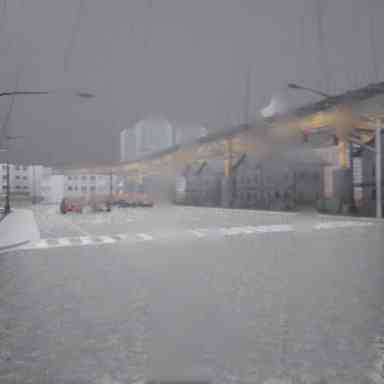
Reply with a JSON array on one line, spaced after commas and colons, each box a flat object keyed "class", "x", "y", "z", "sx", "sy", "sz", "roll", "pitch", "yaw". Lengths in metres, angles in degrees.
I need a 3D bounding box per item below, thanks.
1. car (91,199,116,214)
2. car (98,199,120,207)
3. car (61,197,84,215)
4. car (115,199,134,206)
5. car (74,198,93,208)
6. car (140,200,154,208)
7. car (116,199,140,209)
[{"class": "car", "x": -11.587, "y": 1.954, "z": 42.351, "sx": 2.128, "sy": 1.511, "sz": 4.902, "roll": 0, "pitch": 0, "yaw": -26}, {"class": "car", "x": -16.536, "y": 2.193, "z": 65.876, "sx": 2.128, "sy": 1.511, "sz": 4.902, "roll": 0, "pitch": -1, "yaw": -43}, {"class": "car", "x": -15.048, "y": 1.712, "z": 41.460, "sx": 2.150, "sy": 2.045, "sz": 5.566, "roll": 0, "pitch": 0, "yaw": -26}, {"class": "car", "x": -13.861, "y": 2.082, "z": 68.134, "sx": 1.812, "sy": 1.442, "sz": 4.674, "roll": 0, "pitch": -1, "yaw": -43}, {"class": "car", "x": -18.676, "y": 1.895, "z": 56.908, "sx": 2.128, "sy": 1.511, "sz": 4.902, "roll": 0, "pitch": -1, "yaw": -30}, {"class": "car", "x": -8.418, "y": 2.134, "z": 59.749, "sx": 1.994, "sy": 1.385, "sz": 4.181, "roll": 0, "pitch": -1, "yaw": -29}, {"class": "car", "x": -11.284, "y": 1.935, "z": 57.698, "sx": 2.097, "sy": 1.767, "sz": 4.553, "roll": 0, "pitch": 0, "yaw": -28}]
